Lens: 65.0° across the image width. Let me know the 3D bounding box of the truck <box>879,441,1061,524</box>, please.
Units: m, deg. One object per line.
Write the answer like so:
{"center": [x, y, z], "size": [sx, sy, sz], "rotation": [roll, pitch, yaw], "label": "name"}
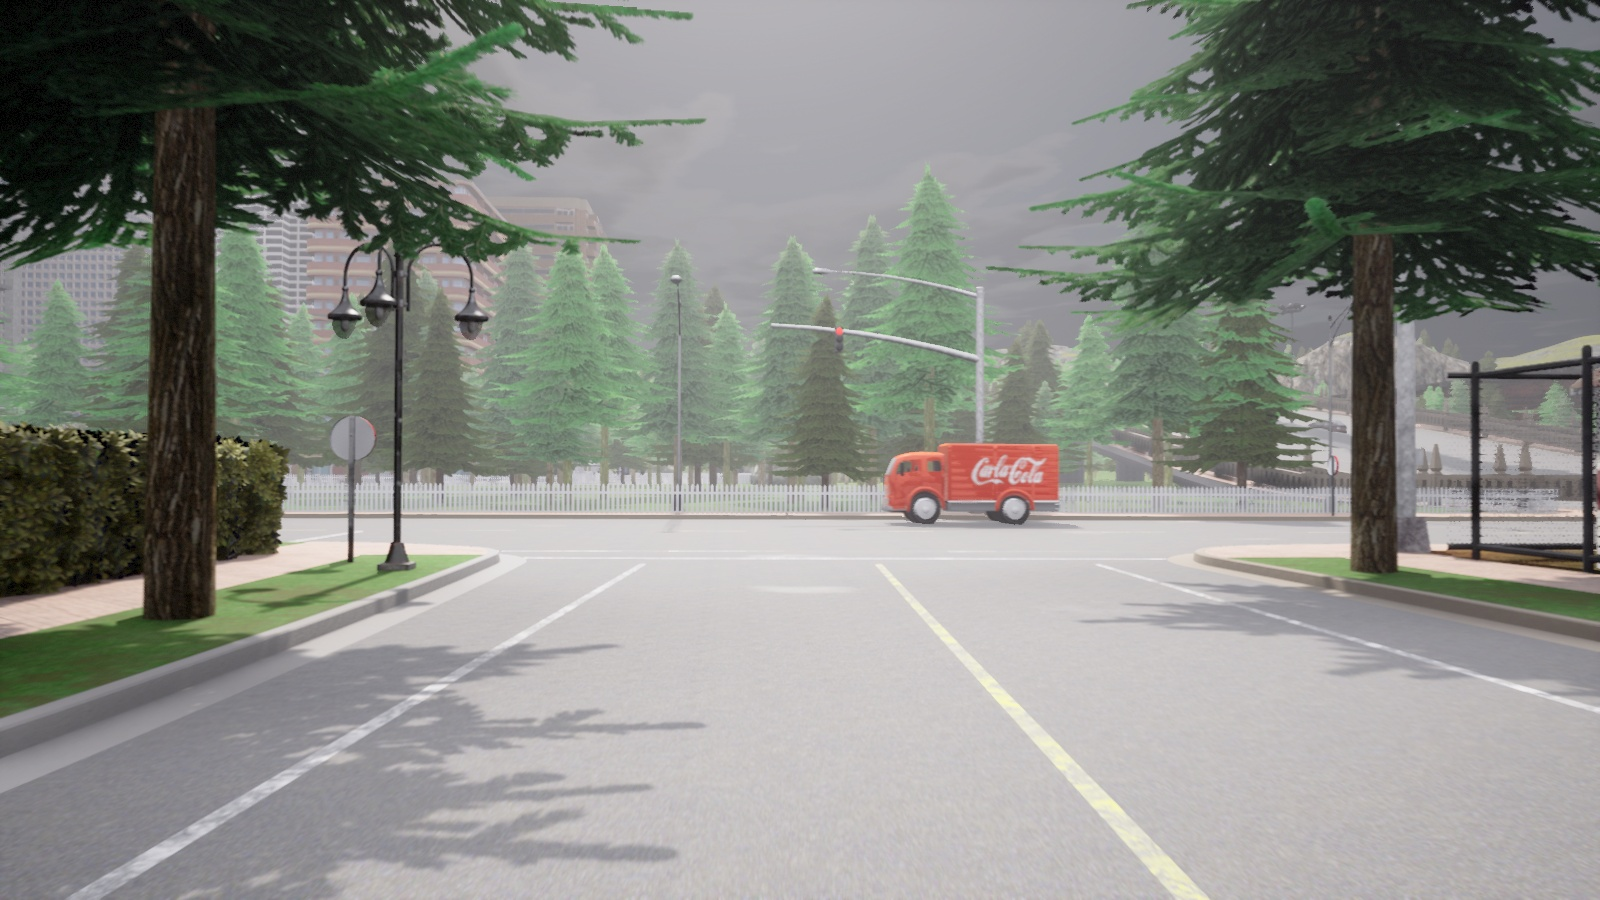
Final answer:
{"center": [5.164, 0.996, 38.869], "size": [5.204, 2.467, 2.627], "rotation": [0, -1, -2], "label": "truck"}
